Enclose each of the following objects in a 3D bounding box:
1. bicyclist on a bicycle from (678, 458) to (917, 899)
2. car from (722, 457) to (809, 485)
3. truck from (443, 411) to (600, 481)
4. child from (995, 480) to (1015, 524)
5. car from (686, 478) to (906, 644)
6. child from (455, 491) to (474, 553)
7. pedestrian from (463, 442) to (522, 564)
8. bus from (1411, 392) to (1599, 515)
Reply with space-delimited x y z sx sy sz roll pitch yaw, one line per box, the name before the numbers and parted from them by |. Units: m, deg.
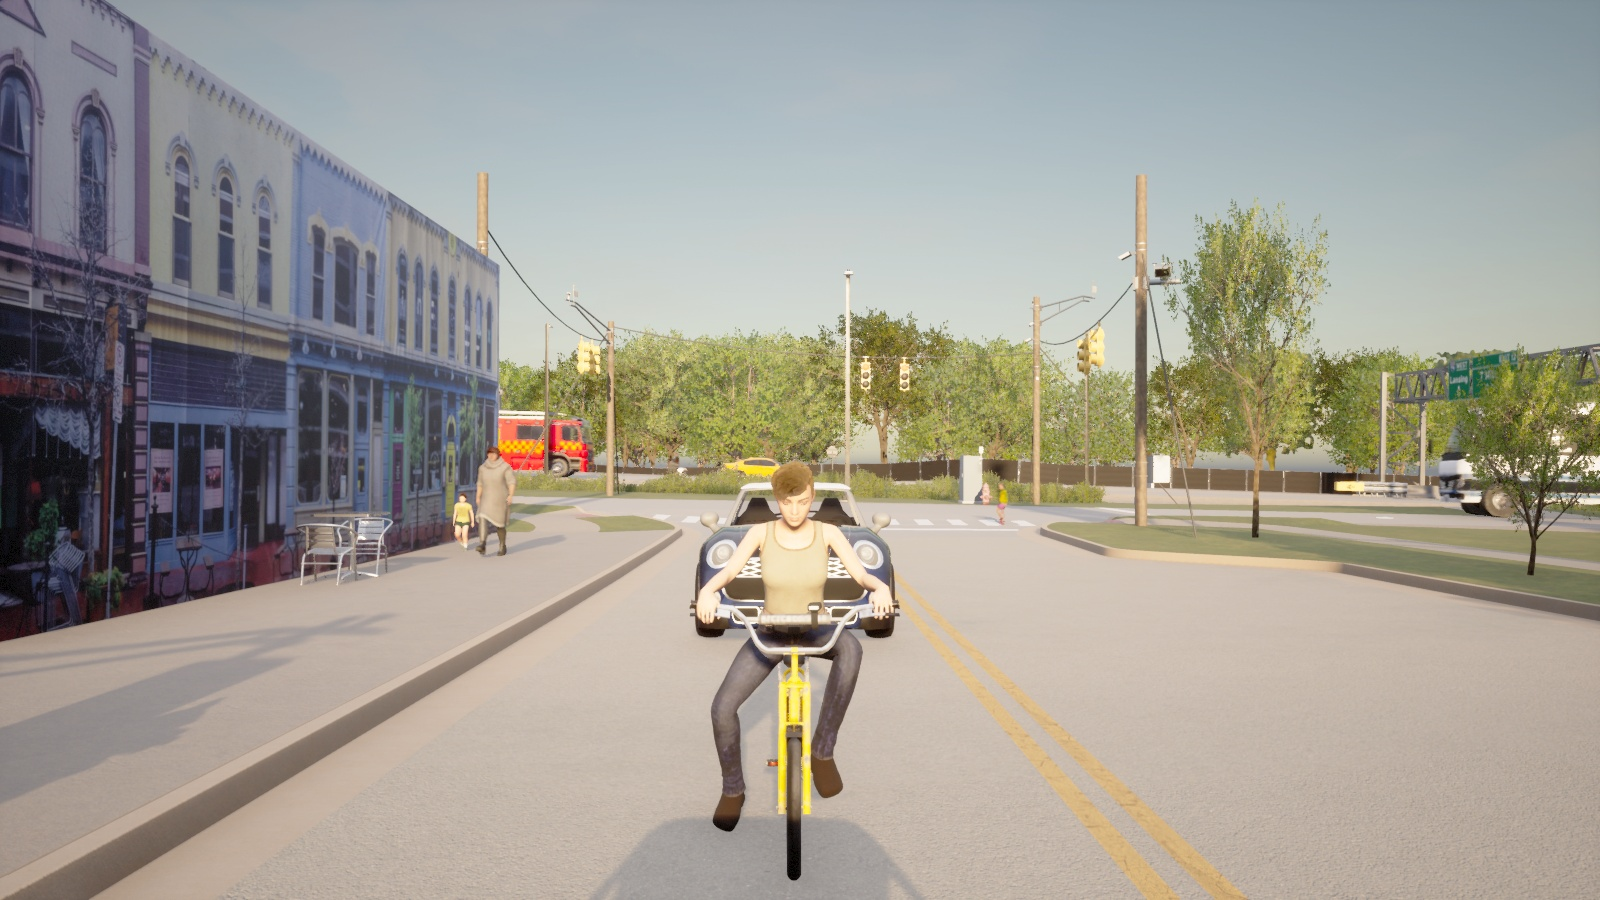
bicyclist on a bicycle | -0.017 0.853 5.334 0.866 1.612 1.509 0 -1 -1
car | -2.008 1.223 73.383 5.008 1.535 1.882 1 -1 0
truck | -16.167 -0.221 73.343 8.468 3.827 2.891 1 -1 0
child | 5.459 1.384 33.397 0.473 1.160 0.299 0 -1 0
car | -0.039 1.037 13.186 1.970 1.475 3.806 0 -1 0
child | -6.079 1.303 22.766 0.255 1.110 0.394 0 -1 -1
pedestrian | -5.047 0.854 20.665 0.659 1.952 0.873 0 -1 9
bus | 28.184 0.169 45.464 10.273 4.253 3.944 1 -1 14
